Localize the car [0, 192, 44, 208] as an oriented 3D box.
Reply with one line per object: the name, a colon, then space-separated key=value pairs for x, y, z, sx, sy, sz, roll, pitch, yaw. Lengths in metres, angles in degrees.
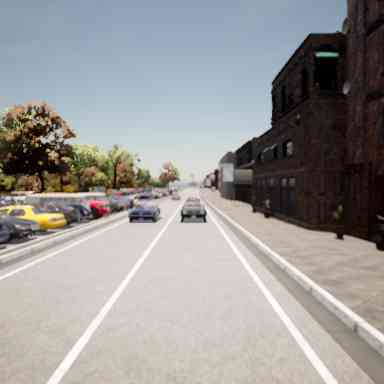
car: x=-22.373 y=0.983 z=42.780 sx=5.566 sy=2.045 sz=2.435 roll=0 pitch=0 yaw=0

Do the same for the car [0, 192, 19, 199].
car: x=-22.401 y=1.148 z=37.086 sx=4.553 sy=1.767 sz=2.185 roll=0 pitch=0 yaw=0

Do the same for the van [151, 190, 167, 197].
van: x=-9.279 y=0.405 z=94.004 sx=4.442 sy=1.987 sz=1.878 roll=0 pitch=1 yaw=0

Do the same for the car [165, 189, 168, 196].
car: x=-9.247 y=0.733 z=82.824 sx=5.008 sy=1.535 sz=2.097 roll=0 pitch=1 yaw=0

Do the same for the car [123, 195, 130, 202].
car: x=-9.272 y=1.323 z=34.372 sx=4.792 sy=1.488 sz=2.163 roll=0 pitch=0 yaw=0

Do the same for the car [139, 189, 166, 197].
car: x=-9.467 y=0.780 z=77.174 sx=5.366 sy=1.575 sz=1.946 roll=0 pitch=1 yaw=0

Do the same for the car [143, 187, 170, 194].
car: x=-9.193 y=0.457 z=85.647 sx=5.566 sy=2.045 sz=2.435 roll=0 pitch=1 yaw=0

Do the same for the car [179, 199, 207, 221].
car: x=0.120 y=1.432 z=25.362 sx=1.895 sy=1.301 sz=4.718 roll=0 pitch=0 yaw=0

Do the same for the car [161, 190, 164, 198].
car: x=-9.304 y=0.849 z=74.348 sx=4.674 sy=1.452 sz=2.002 roll=0 pitch=1 yaw=0

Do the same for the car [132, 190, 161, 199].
car: x=-9.370 y=0.888 z=68.696 sx=4.792 sy=1.488 sz=2.163 roll=0 pitch=1 yaw=0

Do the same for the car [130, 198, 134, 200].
car: x=-9.292 y=1.314 z=37.155 sx=4.674 sy=1.452 sz=2.002 roll=0 pitch=0 yaw=0

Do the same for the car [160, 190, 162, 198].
car: x=-9.324 y=0.874 z=71.522 sx=4.674 sy=1.452 sz=2.002 roll=0 pitch=0 yaw=0

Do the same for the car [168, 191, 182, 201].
car: x=-3.198 y=1.011 z=66.496 sx=1.812 sy=1.442 sz=4.674 roll=0 pitch=1 yaw=0

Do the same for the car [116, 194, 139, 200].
car: x=-9.306 y=1.284 z=39.938 sx=4.792 sy=1.488 sz=2.163 roll=0 pitch=0 yaw=0

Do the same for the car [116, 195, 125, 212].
car: x=-9.307 y=1.314 z=31.588 sx=4.892 sy=1.521 sz=2.231 roll=0 pitch=0 yaw=0

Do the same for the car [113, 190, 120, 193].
car: x=-21.770 y=0.738 z=85.570 sx=4.792 sy=1.488 sz=2.163 roll=0 pitch=1 yaw=0

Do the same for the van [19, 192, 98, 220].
van: x=-9.234 y=1.145 z=23.237 sx=4.442 sy=1.987 sz=1.878 roll=0 pitch=0 yaw=0

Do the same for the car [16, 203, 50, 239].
car: x=-9.393 y=1.428 z=14.890 sx=4.892 sy=1.521 sz=2.231 roll=0 pitch=0 yaw=0

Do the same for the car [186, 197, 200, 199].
car: x=0.138 y=1.276 z=41.064 sx=1.994 sy=1.385 sz=4.181 roll=0 pitch=0 yaw=0

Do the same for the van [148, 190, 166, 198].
van: x=-9.318 y=0.458 z=88.474 sx=4.442 sy=1.987 sz=1.878 roll=0 pitch=1 yaw=0

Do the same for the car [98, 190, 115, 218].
car: x=-9.310 y=1.100 z=26.020 sx=5.566 sy=2.045 sz=2.435 roll=0 pitch=0 yaw=0

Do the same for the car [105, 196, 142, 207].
car: x=-9.268 y=1.257 z=45.363 sx=4.674 sy=1.452 sz=2.002 roll=-1 pitch=0 yaw=1

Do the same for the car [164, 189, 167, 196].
car: x=-9.256 y=0.758 z=79.999 sx=5.008 sy=1.535 sz=2.097 roll=0 pitch=1 yaw=0

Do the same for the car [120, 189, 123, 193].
car: x=-21.749 y=0.713 z=88.394 sx=4.792 sy=1.488 sz=2.163 roll=0 pitch=1 yaw=0

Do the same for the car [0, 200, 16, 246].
car: x=-9.368 y=1.320 z=12.104 sx=4.553 sy=1.767 sz=2.185 roll=0 pitch=0 yaw=0

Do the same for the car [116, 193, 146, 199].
car: x=-9.079 y=1.232 z=42.720 sx=5.366 sy=1.575 sz=1.946 roll=0 pitch=0 yaw=0

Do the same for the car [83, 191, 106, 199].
car: x=-21.849 y=0.681 z=74.399 sx=4.553 sy=1.767 sz=2.185 roll=0 pitch=1 yaw=0

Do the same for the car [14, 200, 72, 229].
car: x=-9.560 y=1.405 z=17.673 sx=5.366 sy=1.575 sz=1.946 roll=0 pitch=0 yaw=0

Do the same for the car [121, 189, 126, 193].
car: x=-21.730 y=0.407 z=91.215 sx=5.566 sy=2.045 sz=2.435 roll=0 pitch=1 yaw=0

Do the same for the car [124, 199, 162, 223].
car: x=-3.331 y=1.441 z=24.028 sx=1.895 sy=1.301 sz=4.718 roll=0 pitch=0 yaw=0

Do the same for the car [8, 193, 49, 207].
car: x=-22.301 y=1.089 z=45.566 sx=4.553 sy=1.767 sz=2.185 roll=0 pitch=0 yaw=0

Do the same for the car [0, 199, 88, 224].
car: x=-9.356 y=1.391 z=20.456 sx=4.892 sy=1.521 sz=2.231 roll=0 pitch=0 yaw=0
